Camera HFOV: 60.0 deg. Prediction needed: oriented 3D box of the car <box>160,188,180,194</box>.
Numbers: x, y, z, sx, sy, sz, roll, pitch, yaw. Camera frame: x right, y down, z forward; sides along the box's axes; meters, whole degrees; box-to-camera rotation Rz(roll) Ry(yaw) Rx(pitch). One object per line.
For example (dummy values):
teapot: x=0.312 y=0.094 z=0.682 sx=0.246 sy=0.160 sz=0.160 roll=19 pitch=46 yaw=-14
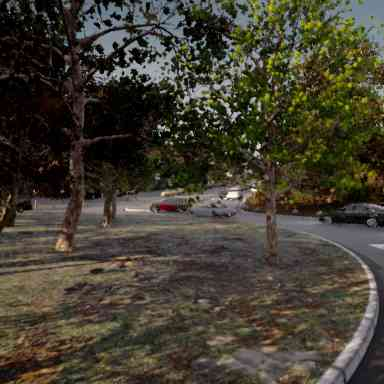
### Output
car: x=-4.863 y=0.153 z=68.517 sx=1.946 sy=1.575 sz=5.366 roll=0 pitch=3 yaw=20

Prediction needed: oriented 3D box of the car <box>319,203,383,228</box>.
car: x=11.014 y=1.532 z=22.356 sx=1.837 sy=1.490 sz=4.892 roll=-2 pitch=1 yaw=-40

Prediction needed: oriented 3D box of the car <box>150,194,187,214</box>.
car: x=-2.266 y=1.381 z=35.922 sx=4.553 sy=1.767 sz=2.097 roll=0 pitch=0 yaw=25

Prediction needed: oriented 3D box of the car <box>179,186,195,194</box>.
car: x=-1.096 y=-0.499 z=78.883 sx=1.946 sy=1.575 sz=5.366 roll=0 pitch=3 yaw=20

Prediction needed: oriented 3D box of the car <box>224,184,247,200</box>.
car: x=7.725 y=0.257 z=58.706 sx=2.150 sy=2.045 sz=5.566 roll=0 pitch=3 yaw=17

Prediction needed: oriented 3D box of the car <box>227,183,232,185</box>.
car: x=9.890 y=-0.567 z=74.921 sx=2.097 sy=1.767 sz=4.553 roll=0 pitch=3 yaw=20

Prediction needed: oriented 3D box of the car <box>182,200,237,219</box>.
car: x=1.598 y=1.627 z=29.651 sx=1.895 sy=1.301 sz=4.718 roll=0 pitch=0 yaw=-44

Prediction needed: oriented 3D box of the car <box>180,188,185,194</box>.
car: x=-2.975 y=-0.174 z=73.697 sx=1.946 sy=1.575 sz=5.366 roll=0 pitch=3 yaw=20

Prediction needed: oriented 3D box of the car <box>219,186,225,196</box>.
car: x=6.521 y=0.201 z=65.133 sx=1.837 sy=1.490 sz=4.892 roll=0 pitch=3 yaw=19

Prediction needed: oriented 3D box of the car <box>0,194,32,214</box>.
car: x=-19.001 y=1.235 z=33.170 sx=5.566 sy=2.045 sz=2.150 roll=0 pitch=-1 yaw=-24

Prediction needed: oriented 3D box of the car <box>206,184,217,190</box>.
car: x=4.635 y=-1.457 z=94.704 sx=2.163 sy=1.488 sz=4.792 roll=0 pitch=3 yaw=20
